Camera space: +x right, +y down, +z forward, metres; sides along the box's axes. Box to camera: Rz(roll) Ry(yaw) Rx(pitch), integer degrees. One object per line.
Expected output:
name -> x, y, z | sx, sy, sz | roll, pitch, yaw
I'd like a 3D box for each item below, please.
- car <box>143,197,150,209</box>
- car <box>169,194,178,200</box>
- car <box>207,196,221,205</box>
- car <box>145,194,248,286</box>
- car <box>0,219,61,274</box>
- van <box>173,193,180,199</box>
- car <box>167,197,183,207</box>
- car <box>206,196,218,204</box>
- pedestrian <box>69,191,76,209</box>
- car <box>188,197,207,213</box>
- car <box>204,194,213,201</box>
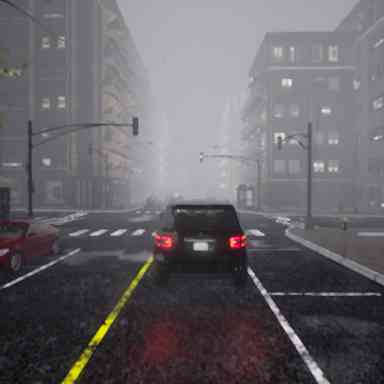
car -> -5.070, 1.322, 42.827 | 1.967, 1.590, 4.097 | 0, 0, 1
car -> -4.484, 1.302, 82.124 | 1.752, 1.417, 4.829 | 0, 0, 1
car -> 3.478, 1.401, 53.973 | 2.008, 1.369, 4.403 | 0, 0, 1
car -> 0.222, 1.195, 9.471 | 2.150, 2.045, 5.566 | 0, 0, 1
car -> -5.552, 1.554, 10.421 | 1.802, 1.307, 4.206 | 0, 0, 1
van -> -4.314, 1.086, 93.570 | 1.690, 1.788, 3.998 | 0, 0, 1
car -> -2.383, 1.431, 47.906 | 1.994, 1.385, 4.181 | 0, 0, 1
car -> 3.562, 1.379, 59.611 | 1.887, 1.381, 4.507 | 0, 0, 1
pedestrian -> -12.222, 0.812, 33.924 | 0.375, 1.860, 0.375 | 0, -1, 0
car -> 0.622, 1.377, 35.994 | 1.882, 1.535, 5.008 | 0, 0, 1
car -> 3.814, 1.229, 76.525 | 1.967, 1.590, 4.097 | 0, 0, 1
